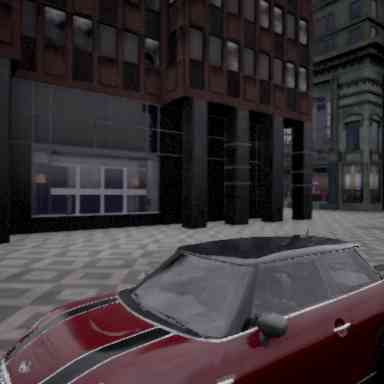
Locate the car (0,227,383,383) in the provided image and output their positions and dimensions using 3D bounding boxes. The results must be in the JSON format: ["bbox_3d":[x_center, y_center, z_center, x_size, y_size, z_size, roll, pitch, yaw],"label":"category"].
[{"bbox_3d":[0.418,1.360,3.678,4.553,1.767,2.097,0,0,-36],"label":"car"}]
